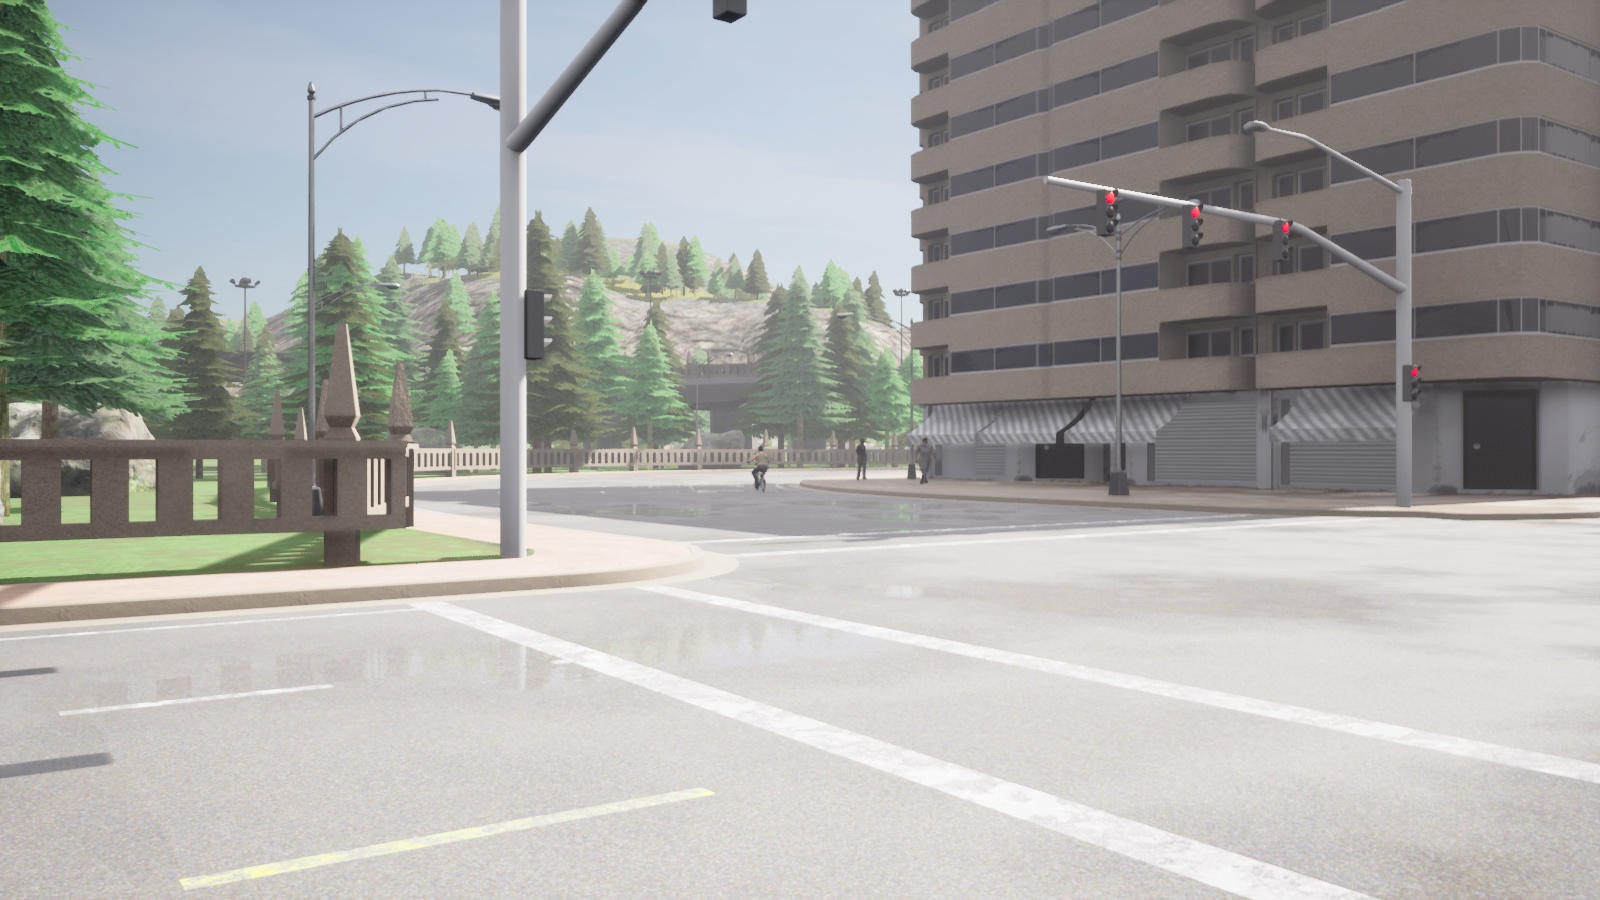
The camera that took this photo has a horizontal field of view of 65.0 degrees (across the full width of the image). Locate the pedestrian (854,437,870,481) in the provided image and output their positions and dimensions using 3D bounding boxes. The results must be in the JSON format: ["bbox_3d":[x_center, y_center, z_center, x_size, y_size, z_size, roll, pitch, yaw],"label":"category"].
[{"bbox_3d":[2.714,0.384,54.787,0.402,1.930,0.666,0,0,-26],"label":"pedestrian"}]

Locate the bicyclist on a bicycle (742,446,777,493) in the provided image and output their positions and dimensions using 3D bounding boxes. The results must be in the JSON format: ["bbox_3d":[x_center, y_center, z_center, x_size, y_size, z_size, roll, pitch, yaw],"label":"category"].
[{"bbox_3d":[-1.425,0.677,44.030,0.866,1.612,1.509,0,0,-15],"label":"bicyclist on a bicycle"}]

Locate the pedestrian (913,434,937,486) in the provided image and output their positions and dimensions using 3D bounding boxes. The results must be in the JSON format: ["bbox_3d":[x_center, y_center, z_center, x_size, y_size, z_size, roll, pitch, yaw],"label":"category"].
[{"bbox_3d":[4.769,0.373,47.955,0.659,1.952,0.873,0,0,-11],"label":"pedestrian"}]
